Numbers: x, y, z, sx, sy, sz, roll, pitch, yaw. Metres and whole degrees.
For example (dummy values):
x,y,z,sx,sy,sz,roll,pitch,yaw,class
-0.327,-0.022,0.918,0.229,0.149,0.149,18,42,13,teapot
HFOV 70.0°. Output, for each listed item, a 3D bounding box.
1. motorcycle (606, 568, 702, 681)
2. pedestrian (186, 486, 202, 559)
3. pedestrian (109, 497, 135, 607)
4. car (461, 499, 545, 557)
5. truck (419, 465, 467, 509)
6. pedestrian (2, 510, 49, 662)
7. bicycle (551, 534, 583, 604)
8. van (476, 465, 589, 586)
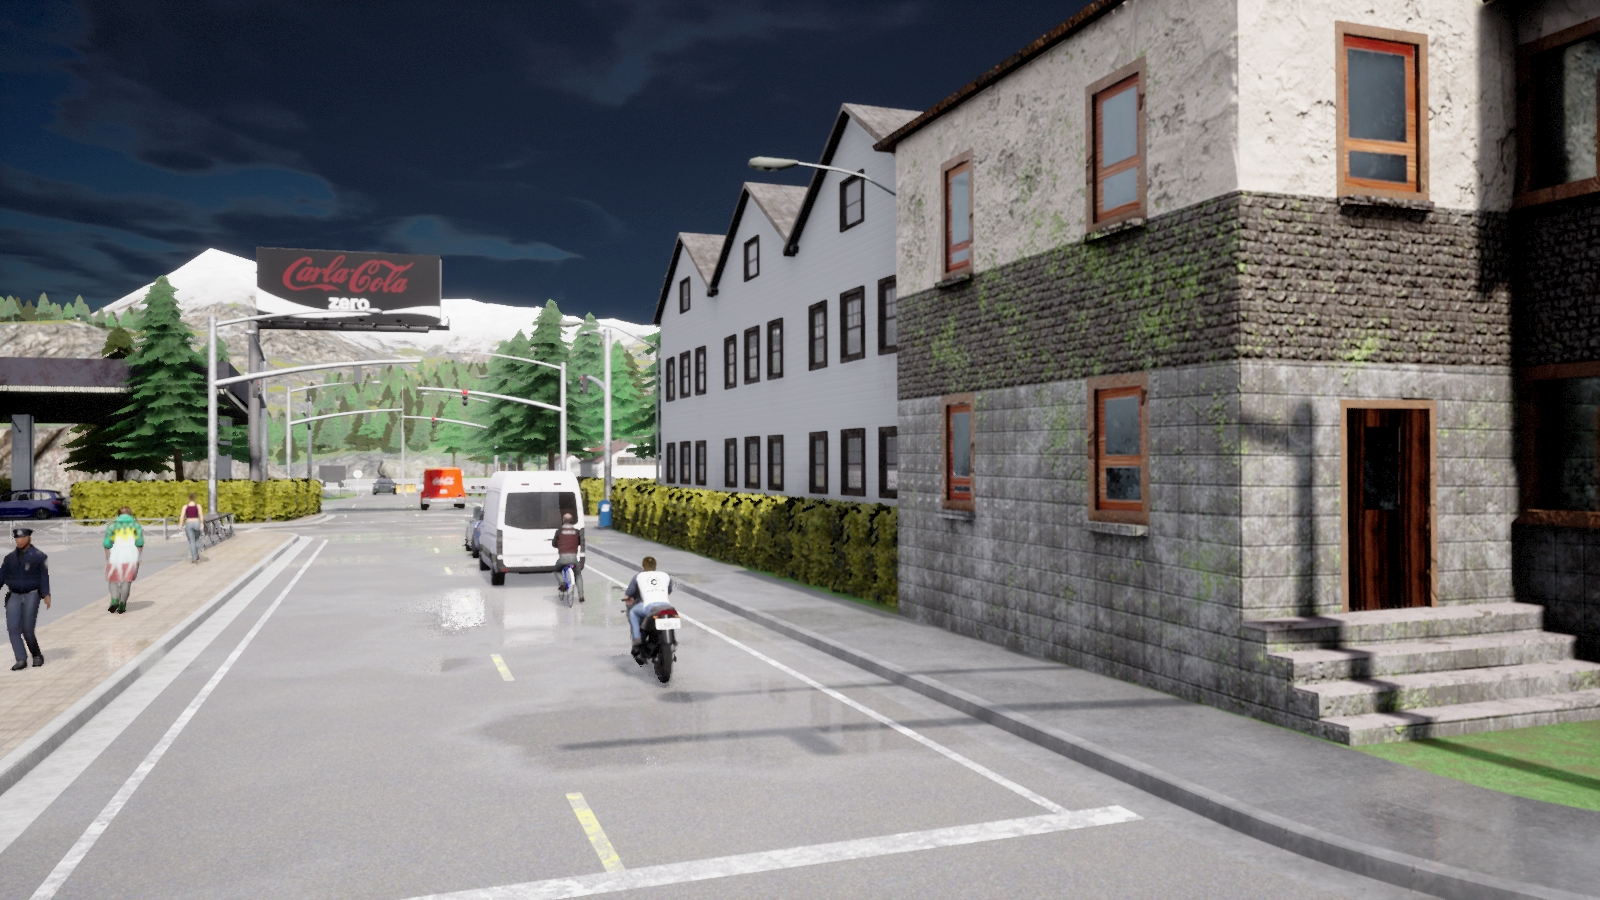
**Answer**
x,y,z,sx,sy,sz,roll,pitch,yaw,class
-1.905,2.181,14.636,0.803,1.145,2.033,0,-1,-20,motorcycle
-15.724,1.881,29.646,0.375,1.860,0.375,0,-1,-29,pedestrian
-11.788,1.762,19.859,0.375,1.860,0.375,0,-1,-29,pedestrian
-8.980,2.284,34.276,2.002,1.442,4.674,0,-1,-20,car
-21.741,2.206,69.446,2.627,2.467,5.204,0,0,-19,truck
-9.773,1.698,14.418,0.375,1.860,0.375,0,-1,-12,pedestrian
-4.514,2.266,22.034,0.329,1.171,1.835,0,0,-20,bicycle
-6.587,1.657,27.596,1.988,2.561,5.915,0,-1,-20,van
